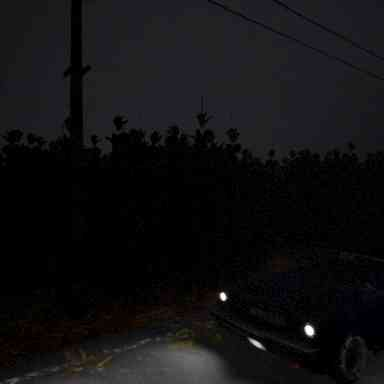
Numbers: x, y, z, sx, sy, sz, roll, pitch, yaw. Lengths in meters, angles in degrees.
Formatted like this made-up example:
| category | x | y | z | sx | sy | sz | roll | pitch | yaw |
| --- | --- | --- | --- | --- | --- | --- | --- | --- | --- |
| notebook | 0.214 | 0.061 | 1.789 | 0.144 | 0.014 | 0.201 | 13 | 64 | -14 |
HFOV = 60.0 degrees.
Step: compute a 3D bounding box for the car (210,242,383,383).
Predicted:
| category | x | y | z | sx | sy | sz | roll | pitch | yaw |
| --- | --- | --- | --- | --- | --- | --- | --- | --- | --- |
| car | 2.614 | 1.600 | 5.478 | 4.718 | 1.301 | 1.895 | 0 | 0 | -35 |
